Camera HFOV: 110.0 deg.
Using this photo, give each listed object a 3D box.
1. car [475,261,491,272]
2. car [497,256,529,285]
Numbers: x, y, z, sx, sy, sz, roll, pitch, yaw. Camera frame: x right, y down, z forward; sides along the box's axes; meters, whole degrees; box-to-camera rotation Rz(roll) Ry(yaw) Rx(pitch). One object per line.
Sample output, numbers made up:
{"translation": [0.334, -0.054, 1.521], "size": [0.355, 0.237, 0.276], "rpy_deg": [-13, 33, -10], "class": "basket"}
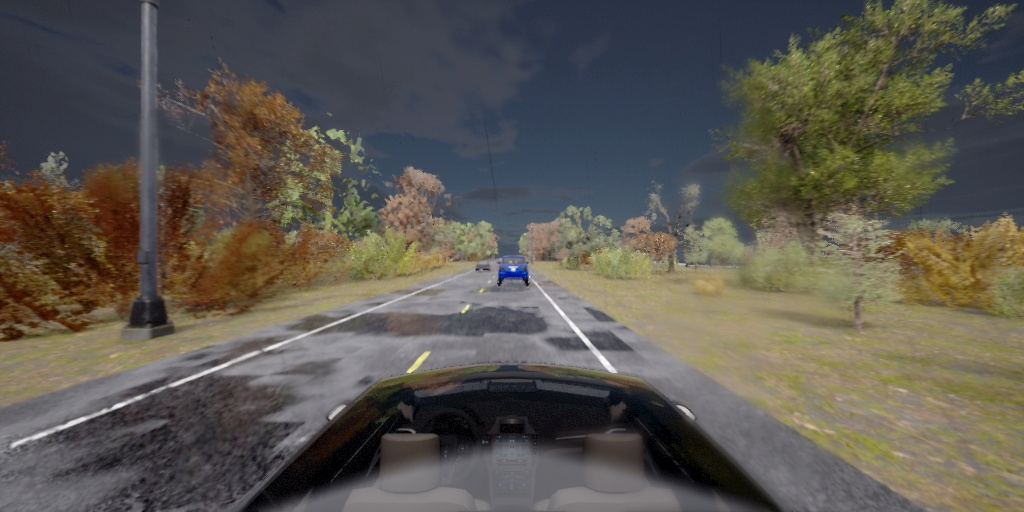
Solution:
{"translation": [-3.665, 1.325, 46.372], "size": [2.033, 1.411, 5.357], "rpy_deg": [0, 0, 0], "class": "car"}
{"translation": [0.087, 0.988, 26.588], "size": [2.150, 2.045, 5.566], "rpy_deg": [0, 0, 0], "class": "car"}
